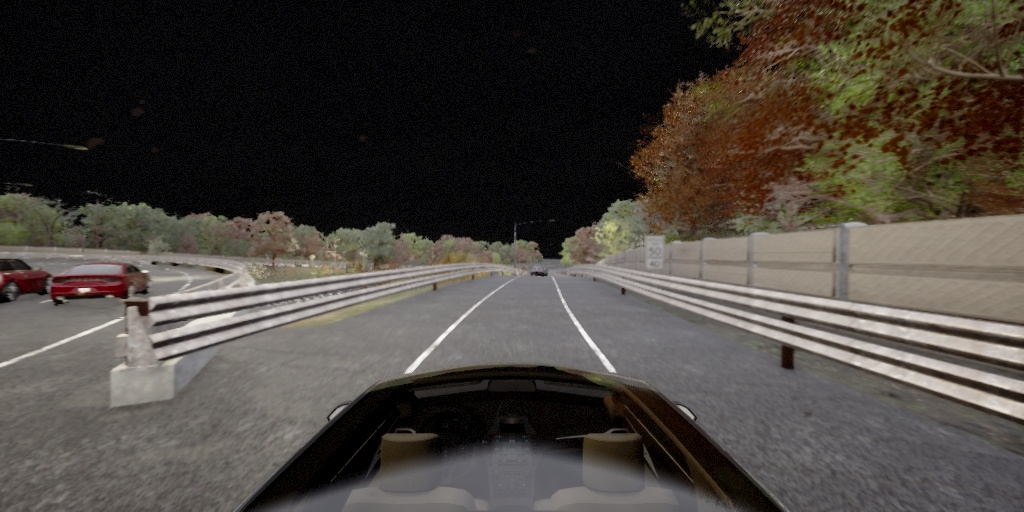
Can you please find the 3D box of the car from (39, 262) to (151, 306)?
[{"bbox_3d":[-16.317,0.997,14.500,1.882,1.535,5.008,1,0,-36],"label":"car"}]

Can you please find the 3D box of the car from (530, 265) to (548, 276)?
[{"bbox_3d":[3.260,1.872,46.086,2.033,1.411,5.357,1,-3,6],"label":"car"}]

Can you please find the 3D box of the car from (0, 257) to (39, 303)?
[{"bbox_3d":[-20.273,0.827,13.988,2.097,1.767,4.553,1,0,-36],"label":"car"}]
